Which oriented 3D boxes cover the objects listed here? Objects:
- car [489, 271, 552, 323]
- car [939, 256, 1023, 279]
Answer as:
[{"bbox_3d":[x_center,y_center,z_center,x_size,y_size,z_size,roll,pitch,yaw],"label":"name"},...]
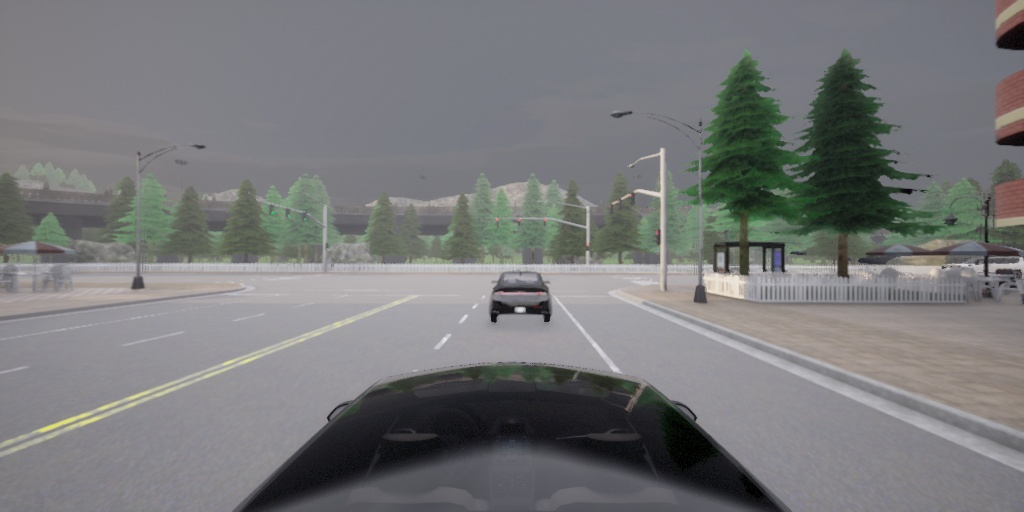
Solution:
[{"bbox_3d":[0.297,1.260,12.193,2.128,1.511,4.902,0,0,2],"label":"car"},{"bbox_3d":[43.976,1.070,33.586,5.566,2.045,2.150,0,0,18],"label":"car"}]
